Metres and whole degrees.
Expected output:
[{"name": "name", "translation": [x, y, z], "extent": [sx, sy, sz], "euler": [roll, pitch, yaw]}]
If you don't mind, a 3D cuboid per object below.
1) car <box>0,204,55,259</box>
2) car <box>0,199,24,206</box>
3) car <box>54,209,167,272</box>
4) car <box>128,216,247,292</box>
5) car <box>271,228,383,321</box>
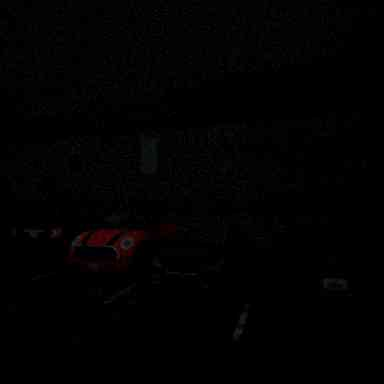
[{"name": "car", "translation": [-4.474, 1.421, 12.639], "extent": [2.185, 1.767, 4.553], "euler": [0, -1, 16]}, {"name": "car", "translation": [-9.348, 1.341, 16.186], "extent": [2.435, 2.045, 5.566], "euler": [-1, -1, 16]}, {"name": "car", "translation": [-2.007, 1.403, 10.956], "extent": [2.185, 1.767, 4.553], "euler": [0, -1, 15]}, {"name": "car", "translation": [0.429, 1.513, 9.186], "extent": [2.231, 1.521, 4.892], "euler": [0, -1, 16]}, {"name": "car", "translation": [2.868, 1.526, 7.468], "extent": [2.163, 1.488, 4.792], "euler": [0, -1, 16]}]
